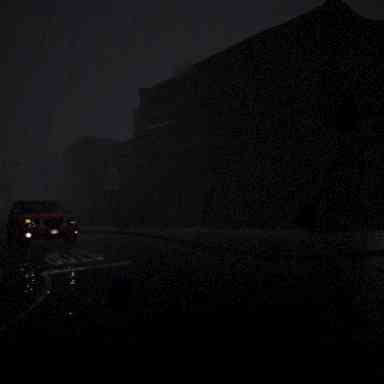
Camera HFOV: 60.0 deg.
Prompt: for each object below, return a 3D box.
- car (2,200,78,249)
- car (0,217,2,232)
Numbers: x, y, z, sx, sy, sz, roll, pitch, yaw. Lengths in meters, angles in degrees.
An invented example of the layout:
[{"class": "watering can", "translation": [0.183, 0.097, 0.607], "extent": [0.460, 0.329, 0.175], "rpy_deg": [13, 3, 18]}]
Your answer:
[{"class": "car", "translation": [-7.123, 1.372, 15.499], "extent": [2.150, 2.045, 5.566], "rpy_deg": [1, -3, -36]}, {"class": "car", "translation": [-17.201, 2.899, 29.129], "extent": [1.882, 1.535, 5.008], "rpy_deg": [1, -4, -36]}]
